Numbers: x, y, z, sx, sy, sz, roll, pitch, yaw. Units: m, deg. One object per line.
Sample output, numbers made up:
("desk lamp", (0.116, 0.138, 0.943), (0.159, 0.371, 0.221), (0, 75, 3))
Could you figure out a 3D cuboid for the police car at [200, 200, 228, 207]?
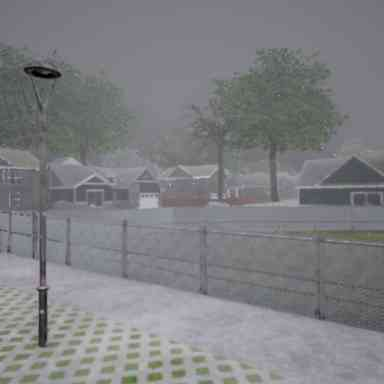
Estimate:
("police car", (2.743, 1.875, 42.484), (1.930, 1.638, 5.238), (-1, 0, 36))
